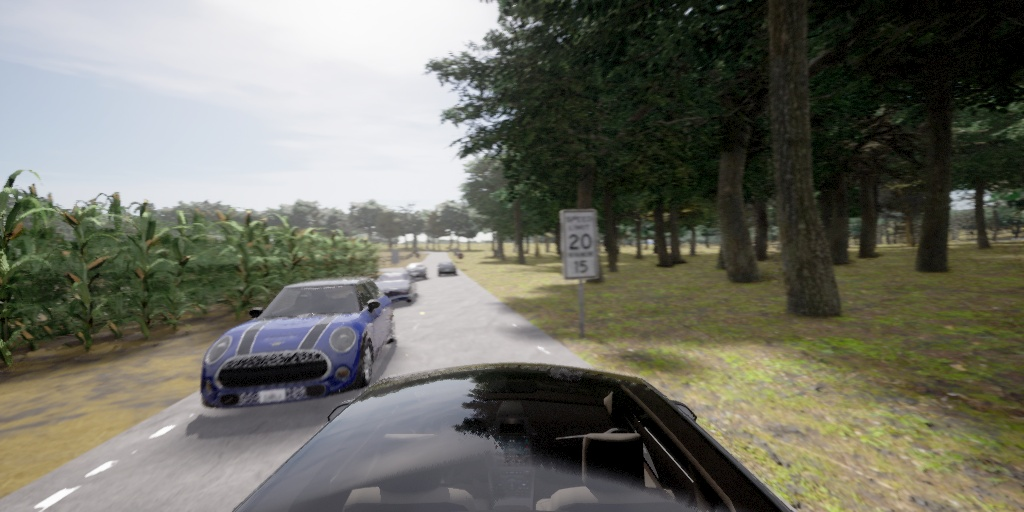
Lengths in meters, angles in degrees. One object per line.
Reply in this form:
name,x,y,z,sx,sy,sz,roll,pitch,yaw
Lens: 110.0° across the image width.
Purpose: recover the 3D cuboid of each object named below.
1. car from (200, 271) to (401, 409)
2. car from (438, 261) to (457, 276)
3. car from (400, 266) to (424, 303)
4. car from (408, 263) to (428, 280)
car,-3.586,1.255,6.901,2.097,1.767,4.553,-3,0,-11
car,-6.842,1.351,37.984,1.994,1.385,4.181,-3,1,-10
car,-5.794,1.492,18.018,2.033,1.411,5.357,-3,1,-11
car,-8.786,1.413,33.070,2.128,1.511,4.902,-3,1,-11
